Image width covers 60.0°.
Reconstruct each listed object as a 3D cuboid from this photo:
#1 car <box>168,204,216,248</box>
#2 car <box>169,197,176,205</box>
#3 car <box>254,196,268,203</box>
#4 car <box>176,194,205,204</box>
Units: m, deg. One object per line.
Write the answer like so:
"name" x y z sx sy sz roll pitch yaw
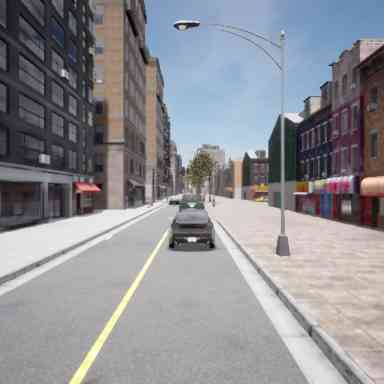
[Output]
"car" 0.000 1.498 14.648 1.837 1.490 4.892 0 0 0
"car" -2.750 1.521 53.618 1.895 1.301 4.718 0 0 0
"car" 13.890 1.432 61.404 4.829 1.417 1.752 0 -1 0
"car" 0.000 1.203 29.678 2.150 2.045 5.566 0 0 0
